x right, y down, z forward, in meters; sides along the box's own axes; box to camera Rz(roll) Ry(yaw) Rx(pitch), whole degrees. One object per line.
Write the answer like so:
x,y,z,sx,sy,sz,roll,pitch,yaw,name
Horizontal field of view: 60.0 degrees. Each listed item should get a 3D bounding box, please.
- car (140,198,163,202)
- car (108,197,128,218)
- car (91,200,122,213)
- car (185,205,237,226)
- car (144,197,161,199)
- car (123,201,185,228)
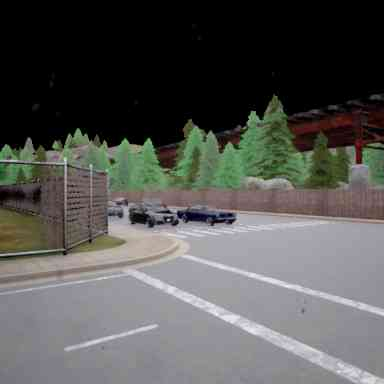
-4.185,1.570,30.501,1.994,1.385,4.181,0,0,-36,car
-7.649,1.509,29.318,1.837,1.490,4.892,0,0,-36,car
-10.019,1.606,38.581,1.895,1.301,4.718,0,0,-36,car
0.958,1.606,23.377,1.895,1.301,4.718,0,0,-36,car
-4.912,1.359,37.823,2.097,1.767,4.553,0,0,-36,car
-2.632,1.568,22.372,1.994,1.385,4.181,0,0,-36,car
